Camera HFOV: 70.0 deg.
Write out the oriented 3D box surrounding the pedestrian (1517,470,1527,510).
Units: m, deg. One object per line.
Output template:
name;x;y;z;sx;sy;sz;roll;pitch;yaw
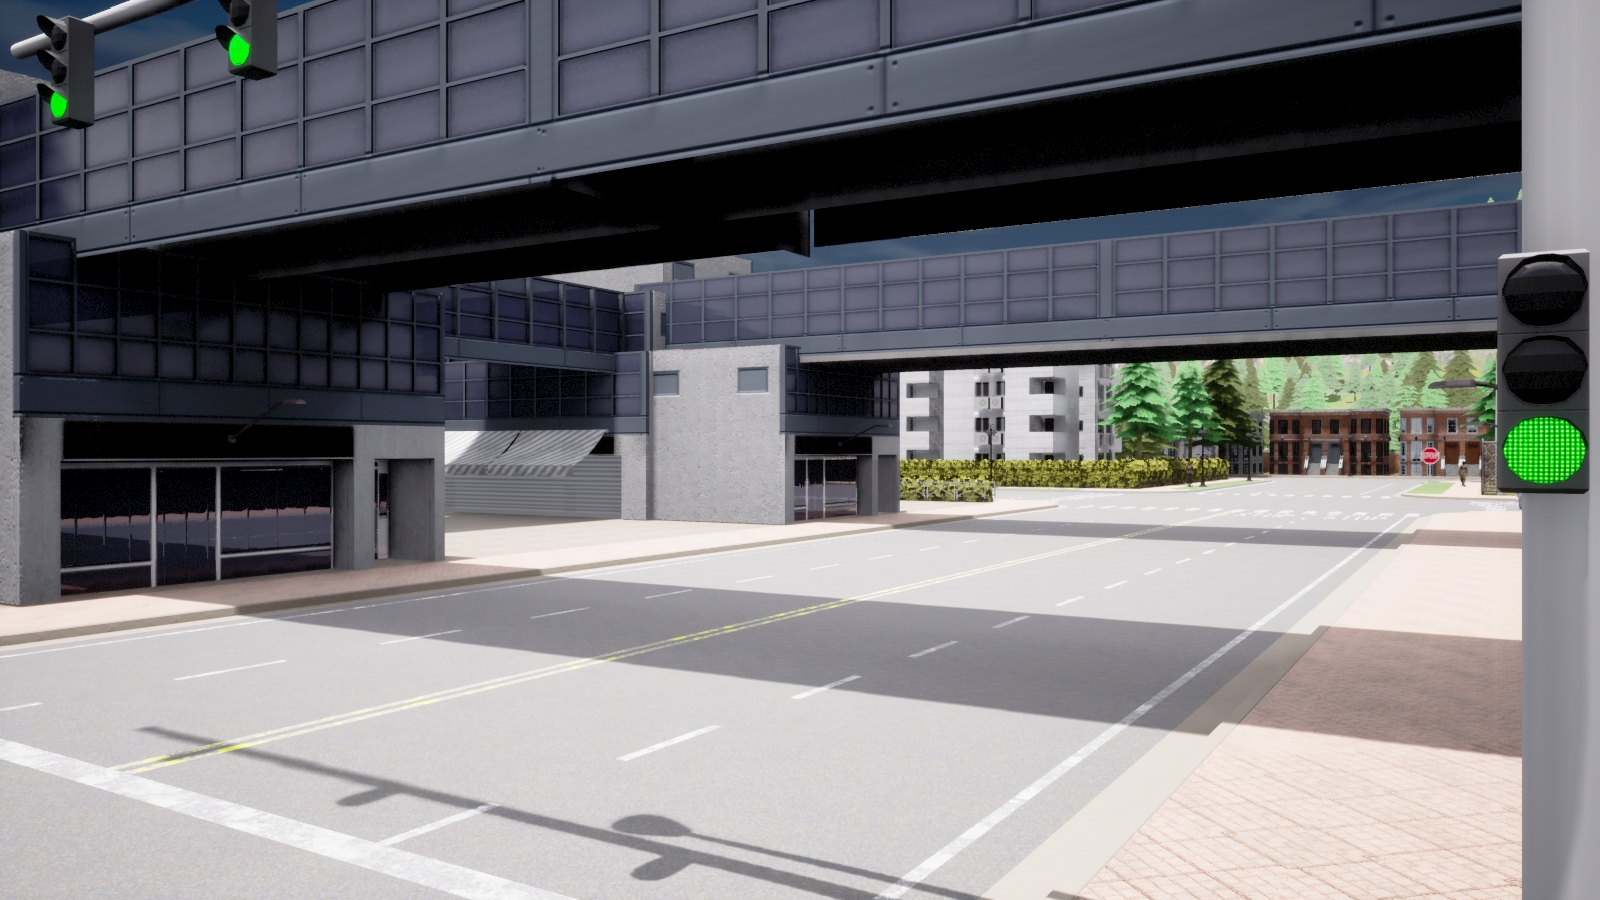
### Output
pedestrian;33.627;1.849;53.240;0.375;1.860;0.375;0;0;31
